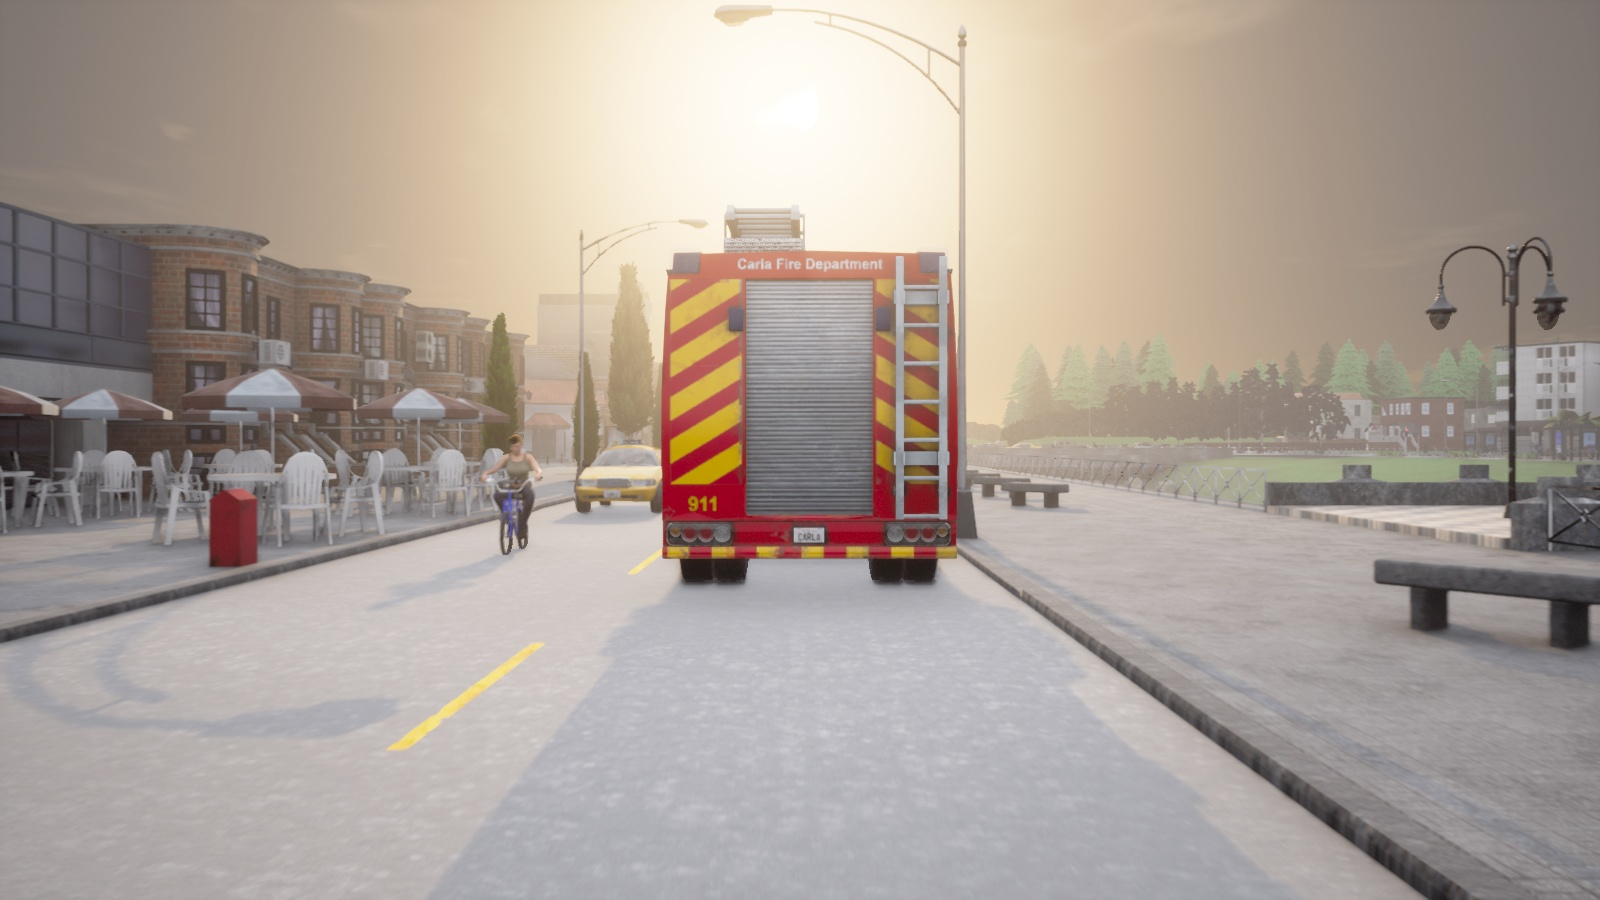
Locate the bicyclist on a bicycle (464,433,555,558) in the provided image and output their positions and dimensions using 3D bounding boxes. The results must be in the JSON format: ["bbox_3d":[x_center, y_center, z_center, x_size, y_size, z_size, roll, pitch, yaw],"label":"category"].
[{"bbox_3d":[-3.890,0.584,16.953,0.866,1.612,1.509,0,0,0],"label":"bicyclist on a bicycle"}]

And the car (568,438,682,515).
[{"bbox_3d":[-3.827,0.522,28.399,1.801,1.575,5.366,0,0,0],"label":"car"}]

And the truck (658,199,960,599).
[{"bbox_3d":[0.106,-0.510,16.268,2.891,3.827,8.468,0,0,0],"label":"truck"}]
